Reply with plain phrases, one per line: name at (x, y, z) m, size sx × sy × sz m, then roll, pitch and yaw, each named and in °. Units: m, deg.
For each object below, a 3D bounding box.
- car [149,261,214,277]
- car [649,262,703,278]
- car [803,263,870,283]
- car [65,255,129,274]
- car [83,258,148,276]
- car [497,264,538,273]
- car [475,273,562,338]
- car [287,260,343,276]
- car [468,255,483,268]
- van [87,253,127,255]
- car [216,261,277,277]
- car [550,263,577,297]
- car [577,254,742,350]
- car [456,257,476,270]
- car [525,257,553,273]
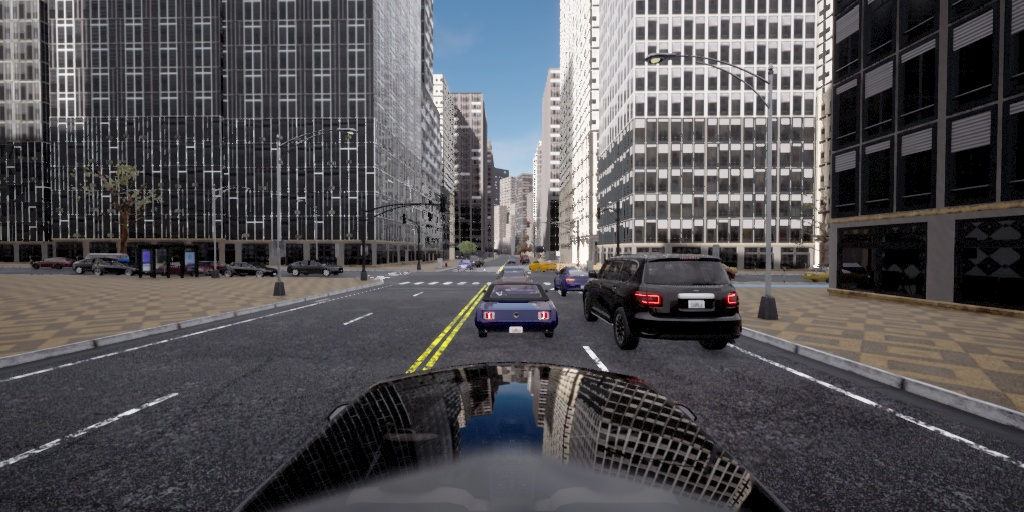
car at (-28.446, 1.138, 31.270) m, size 4.207 × 1.307 × 1.802 m, roll 0°, pitch 0°, yaw 1°
car at (16.619, 1.390, 36.427) m, size 4.674 × 1.442 × 1.812 m, roll 0°, pitch 1°, yaw 1°
car at (27.612, 1.578, 30.471) m, size 4.829 × 1.417 × 1.751 m, roll 0°, pitch 0°, yaw 1°
car at (-38.791, 0.923, 34.165) m, size 4.892 × 1.490 × 1.837 m, roll 1°, pitch 1°, yaw 1°
car at (-34.127, 1.069, 31.437) m, size 4.313 × 1.339 × 1.948 m, roll 0°, pitch 0°, yaw 1°
car at (0.084, 1.305, 18.903) m, size 1.994 × 1.385 × 4.181 m, roll 0°, pitch 0°, yaw 0°
car at (0.093, 1.347, 10.166) m, size 1.895 × 1.301 × 4.718 m, roll 0°, pitch 0°, yaw 0°
car at (-18.472, 1.108, 33.765) m, size 4.892 × 1.490 × 1.837 m, roll 1°, pitch 1°, yaw 1°
car at (-6.636, 0.925, 61.153) m, size 2.150 × 2.045 × 5.566 m, roll 0°, pitch 0°, yaw 0°
van at (-45.328, 0.605, 40.086) m, size 3.998 × 1.789 × 1.690 m, roll 0°, pitch 0°, yaw 1°
car at (-22.762, 1.174, 31.142) m, size 4.313 × 1.339 × 1.948 m, roll 0°, pitch 0°, yaw 1°
car at (3.332, 1.267, 18.896) m, size 1.812 × 1.442 × 4.674 m, roll 0°, pitch 0°, yaw 0°
car at (3.343, 0.968, 9.204) m, size 2.150 × 2.045 × 5.566 m, roll 0°, pitch 0°, yaw 0°
car at (-6.641, 1.241, 51.190) m, size 1.812 × 1.442 × 4.674 m, roll 0°, pitch 0°, yaw -2°
car at (3.615, 1.182, 43.003) m, size 1.882 × 1.535 × 5.008 m, roll -1°, pitch 0°, yaw -18°
